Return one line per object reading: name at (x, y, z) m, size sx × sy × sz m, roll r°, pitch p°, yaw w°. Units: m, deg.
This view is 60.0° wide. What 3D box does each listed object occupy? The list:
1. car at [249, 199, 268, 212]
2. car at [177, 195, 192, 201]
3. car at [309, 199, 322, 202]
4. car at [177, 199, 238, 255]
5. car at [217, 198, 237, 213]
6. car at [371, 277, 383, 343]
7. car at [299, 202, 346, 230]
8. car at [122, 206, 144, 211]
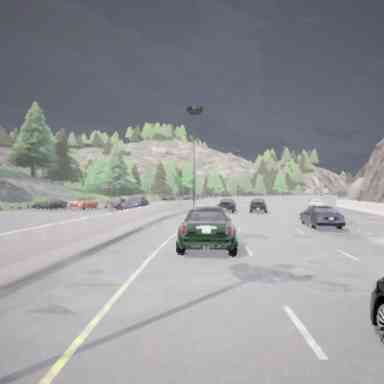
car at (7.834, 1.569, 39.195) m, size 1.837 × 1.490 × 4.892 m, roll 0°, pitch 0°, yaw 12°
car at (-1.833, 1.419, 79.251) m, size 1.812 × 1.442 × 4.674 m, roll 0°, pitch 0°, yaw 22°
car at (15.684, 1.634, 42.242) m, size 1.812 × 1.442 × 4.674 m, roll 0°, pitch 0°, yaw 14°
car at (0.652, 1.361, 13.505) m, size 2.097 × 1.767 × 4.553 m, roll 0°, pitch 0°, yaw 4°
car at (4.210, 1.548, 38.940) m, size 1.837 × 1.490 × 4.892 m, roll 0°, pitch 0°, yaw 12°
car at (3.662, 1.515, 3.237) m, size 2.128 × 1.511 × 4.902 m, roll 0°, pitch 0°, yaw 1°
car at (8.416, 1.605, 21.832) m, size 2.033 × 1.411 × 5.357 m, roll 0°, pitch 0°, yaw 7°
car at (-6.641, 1.332, 38.971) m, size 2.097 × 1.767 × 4.553 m, roll 0°, pitch 0°, yaw 11°
